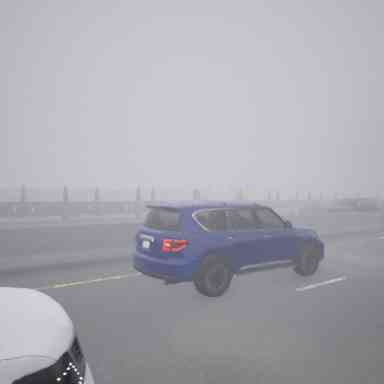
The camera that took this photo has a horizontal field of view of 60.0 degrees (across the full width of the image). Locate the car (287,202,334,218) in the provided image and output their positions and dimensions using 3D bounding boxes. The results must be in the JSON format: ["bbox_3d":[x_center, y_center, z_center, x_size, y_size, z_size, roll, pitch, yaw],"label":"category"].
[{"bbox_3d":[12.302,1.786,34.441,4.902,1.511,2.128,1,-1,-35],"label":"car"}]

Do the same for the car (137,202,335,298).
[{"bbox_3d":[1.167,1.282,8.908,5.566,2.045,2.150,1,0,-35],"label":"car"}]

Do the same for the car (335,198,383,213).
[{"bbox_3d":[12.351,1.463,25.870,5.566,2.045,2.150,1,0,-36],"label":"car"}]

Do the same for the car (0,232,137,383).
[{"bbox_3d":[-3.277,1.206,1.448,5.566,2.045,2.150,1,0,-36],"label":"car"}]
